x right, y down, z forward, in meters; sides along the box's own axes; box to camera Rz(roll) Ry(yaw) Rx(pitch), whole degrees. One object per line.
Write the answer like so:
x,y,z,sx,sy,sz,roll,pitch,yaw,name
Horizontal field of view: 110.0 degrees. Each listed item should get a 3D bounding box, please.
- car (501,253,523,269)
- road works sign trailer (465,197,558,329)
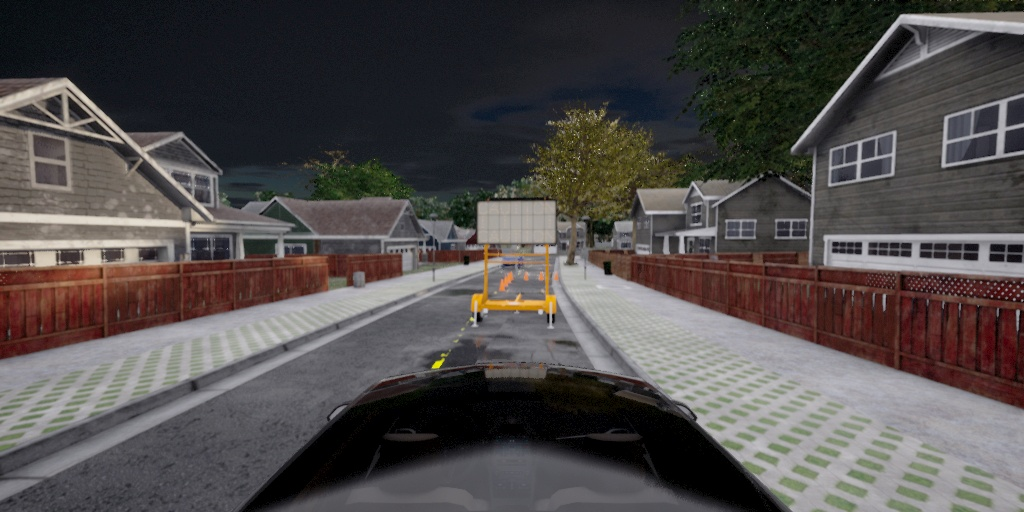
0.066,0.466,36.778,1.882,1.535,5.008,0,2,7,car
0.143,0.064,10.792,2.380,3.560,2.880,0,0,5,road works sign trailer
